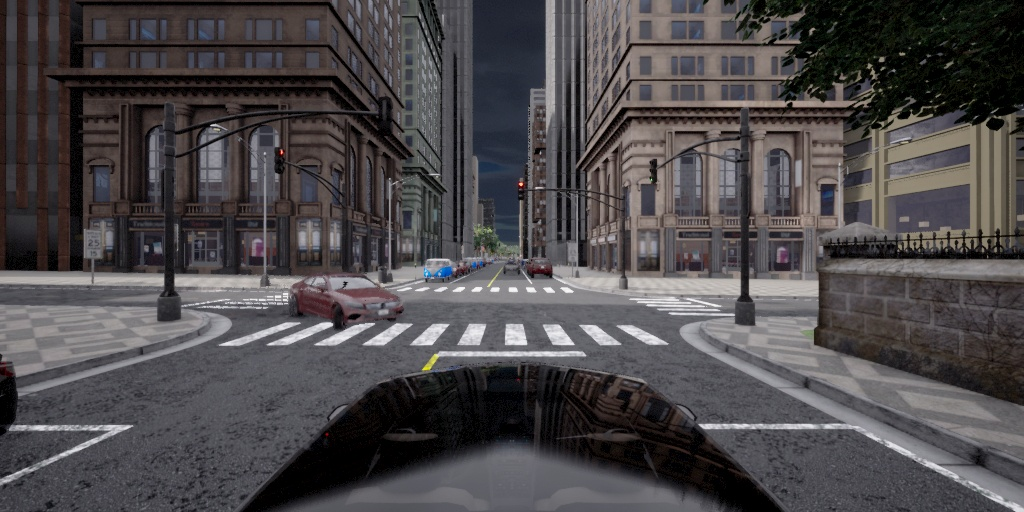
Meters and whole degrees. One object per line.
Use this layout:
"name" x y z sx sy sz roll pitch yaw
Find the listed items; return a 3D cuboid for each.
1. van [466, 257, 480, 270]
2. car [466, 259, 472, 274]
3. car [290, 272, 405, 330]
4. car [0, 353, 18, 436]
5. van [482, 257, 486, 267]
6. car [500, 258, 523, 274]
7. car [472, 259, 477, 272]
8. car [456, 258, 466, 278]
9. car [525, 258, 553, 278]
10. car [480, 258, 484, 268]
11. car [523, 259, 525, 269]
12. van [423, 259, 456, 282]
"van" -5.890 1.134 50.153 1.690 1.789 3.998 0 0 0
"car" -5.861 1.322 39.270 1.888 1.381 4.507 0 0 0
"car" -5.276 1.234 11.170 4.674 1.442 1.812 1 0 39
"car" -5.762 1.316 1.732 1.948 1.339 4.313 0 0 0
"van" -5.919 1.151 61.035 1.690 1.789 3.998 0 0 0
"car" -0.029 1.273 42.399 2.128 1.511 4.902 0 0 0
"car" -5.876 1.351 44.711 1.948 1.339 4.313 0 0 0
"car" -5.847 1.210 33.829 1.967 1.591 4.097 0 0 0
"car" 2.678 1.085 33.860 2.192 1.841 5.009 0 0 0
"car" -5.904 1.347 55.594 1.888 1.381 4.507 0 0 0
"car" 2.664 1.092 39.301 2.192 1.841 5.009 0 0 0
"van" -5.833 1.105 28.389 1.690 1.789 3.998 0 0 0
